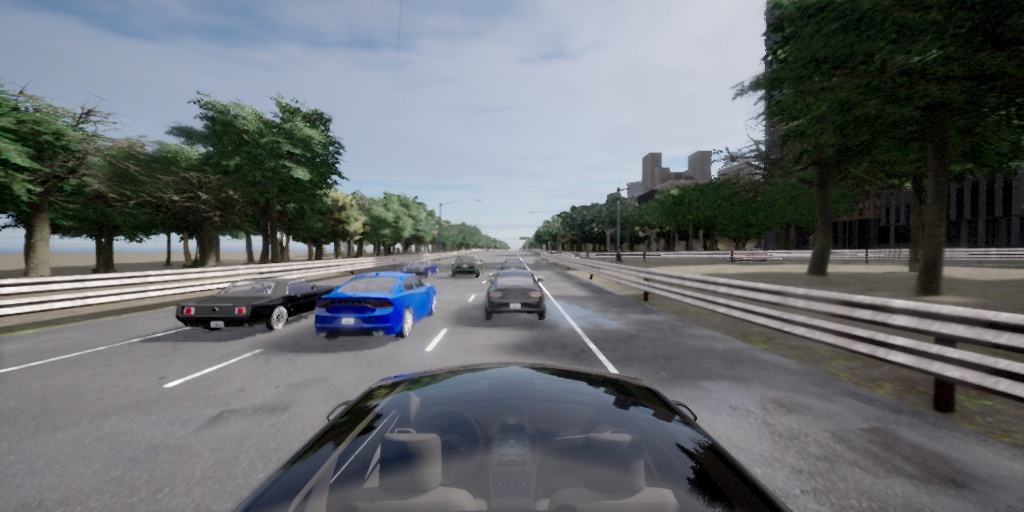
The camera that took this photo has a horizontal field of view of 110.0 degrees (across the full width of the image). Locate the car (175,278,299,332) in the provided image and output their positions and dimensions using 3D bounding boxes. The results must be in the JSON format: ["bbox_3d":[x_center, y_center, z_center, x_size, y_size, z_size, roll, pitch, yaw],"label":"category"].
[{"bbox_3d":[-6.902,1.285,10.621,1.895,1.301,4.718,0,1,0],"label":"car"}]

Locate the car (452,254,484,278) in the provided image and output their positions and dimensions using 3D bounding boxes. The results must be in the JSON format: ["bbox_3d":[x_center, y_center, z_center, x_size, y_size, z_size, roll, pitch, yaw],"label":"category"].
[{"bbox_3d":[-3.407,0.688,28.256,2.097,1.767,4.553,0,1,0],"label":"car"}]

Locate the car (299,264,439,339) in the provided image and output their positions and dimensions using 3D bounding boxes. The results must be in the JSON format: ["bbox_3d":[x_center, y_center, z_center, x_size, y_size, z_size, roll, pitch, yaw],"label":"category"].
[{"bbox_3d":[-3.403,1.171,9.919,1.882,1.535,5.008,0,1,0],"label":"car"}]

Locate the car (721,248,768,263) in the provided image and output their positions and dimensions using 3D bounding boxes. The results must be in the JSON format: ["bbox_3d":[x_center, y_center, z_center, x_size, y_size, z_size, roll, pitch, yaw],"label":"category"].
[{"bbox_3d":[27.268,-0.154,42.176,2.097,1.767,4.553,-1,0,-39],"label":"car"}]

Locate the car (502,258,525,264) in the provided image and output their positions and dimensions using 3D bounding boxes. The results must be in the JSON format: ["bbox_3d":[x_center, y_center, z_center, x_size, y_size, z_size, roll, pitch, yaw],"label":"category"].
[{"bbox_3d":[0.094,0.878,29.228,1.994,1.385,4.181,0,1,0],"label":"car"}]

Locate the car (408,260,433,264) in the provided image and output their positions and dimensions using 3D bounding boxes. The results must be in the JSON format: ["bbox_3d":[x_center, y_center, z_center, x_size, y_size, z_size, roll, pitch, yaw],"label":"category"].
[{"bbox_3d":[-6.904,0.957,27.353,1.895,1.301,4.718,0,1,0],"label":"car"}]

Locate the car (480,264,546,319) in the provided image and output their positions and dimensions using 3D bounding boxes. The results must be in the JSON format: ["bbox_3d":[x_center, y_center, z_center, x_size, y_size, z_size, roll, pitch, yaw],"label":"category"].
[{"bbox_3d":[0.097,1.188,12.250,1.812,1.442,4.674,0,1,0],"label":"car"}]
